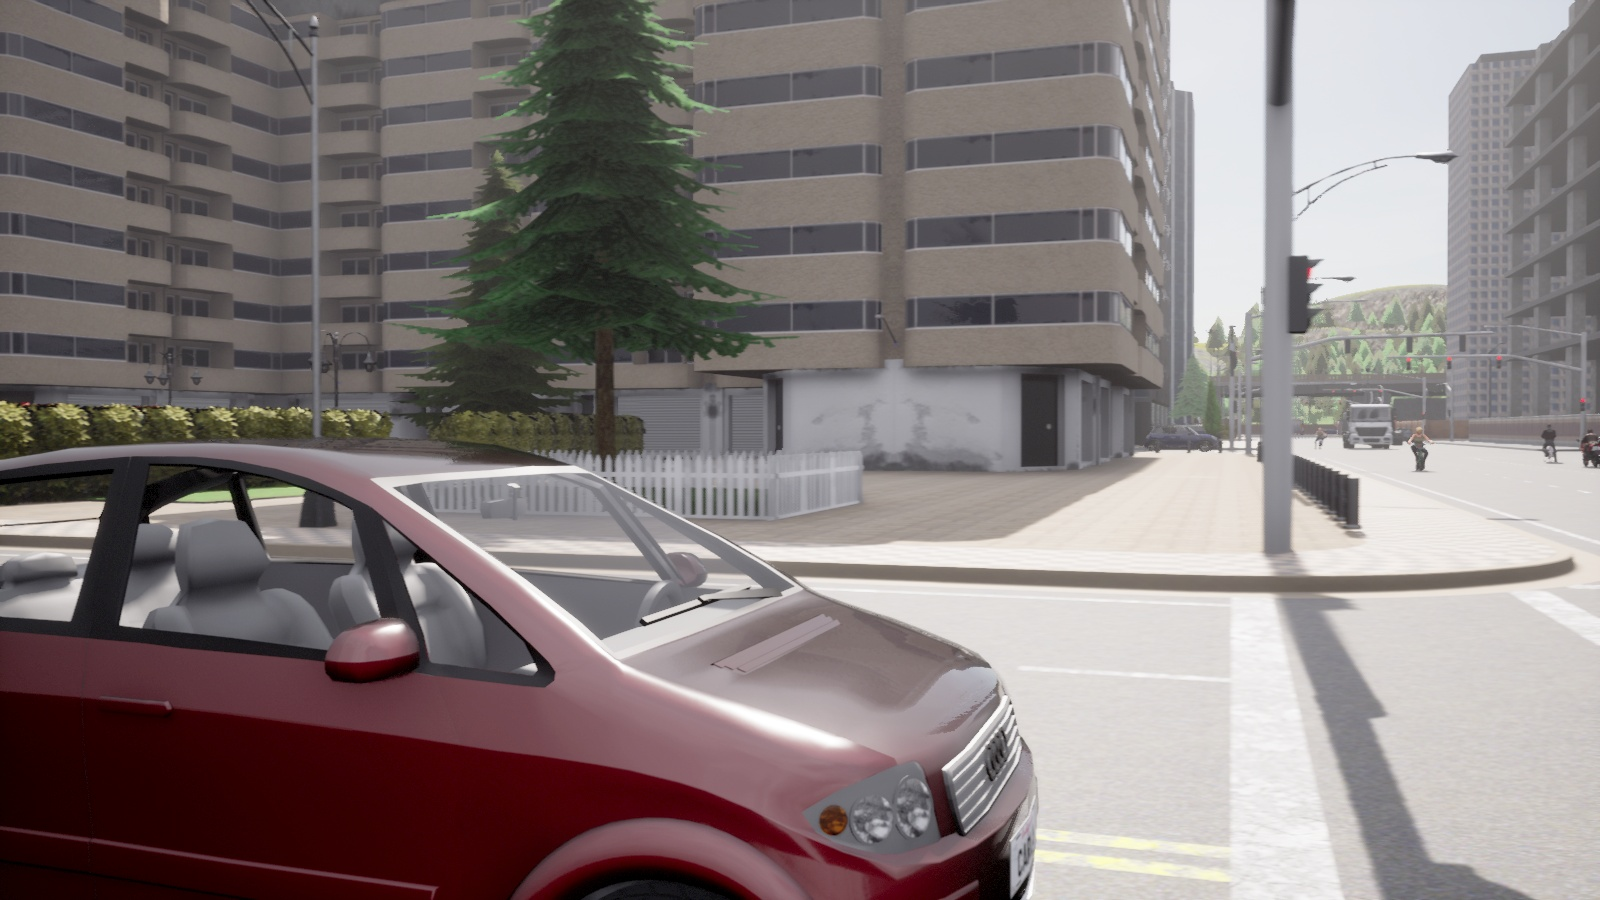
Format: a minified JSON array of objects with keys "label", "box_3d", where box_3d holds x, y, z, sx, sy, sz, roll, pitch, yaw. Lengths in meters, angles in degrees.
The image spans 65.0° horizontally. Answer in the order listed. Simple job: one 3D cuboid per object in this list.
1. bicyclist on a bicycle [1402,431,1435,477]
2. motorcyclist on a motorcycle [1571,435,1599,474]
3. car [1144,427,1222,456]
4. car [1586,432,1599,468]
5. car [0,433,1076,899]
[{"label":"bicyclist on a bicycle","box_3d":[22.273,0.136,45.210,0.866,1.612,1.509,1,1,19]},{"label":"motorcyclist on a motorcycle","box_3d":[31.114,0.160,49.472,0.797,1.523,2.044,1,1,19]},{"label":"car","box_3d":[23.859,-0.534,78.157,4.553,1.767,2.097,1,1,18]},{"label":"car","box_3d":[37.189,0.026,56.449,2.033,1.649,4.856,1,1,19]},{"label":"car","box_3d":[-1.203,0.738,3.598,3.705,1.549,1.789,1,1,19]}]
